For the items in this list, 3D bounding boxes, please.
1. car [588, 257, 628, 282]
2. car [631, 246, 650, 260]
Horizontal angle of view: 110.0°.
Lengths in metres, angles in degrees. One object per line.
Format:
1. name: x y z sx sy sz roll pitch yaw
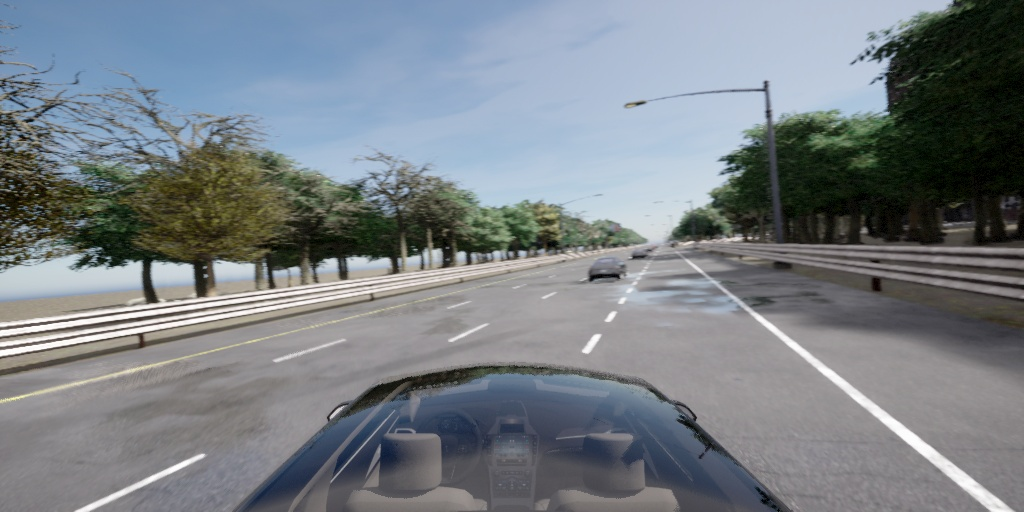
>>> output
1. car: 6.017 0.755 22.372 1.994 1.385 4.181 -5 0 23
2. car: 17.797 -0.312 50.117 1.994 1.385 4.181 -5 0 23
